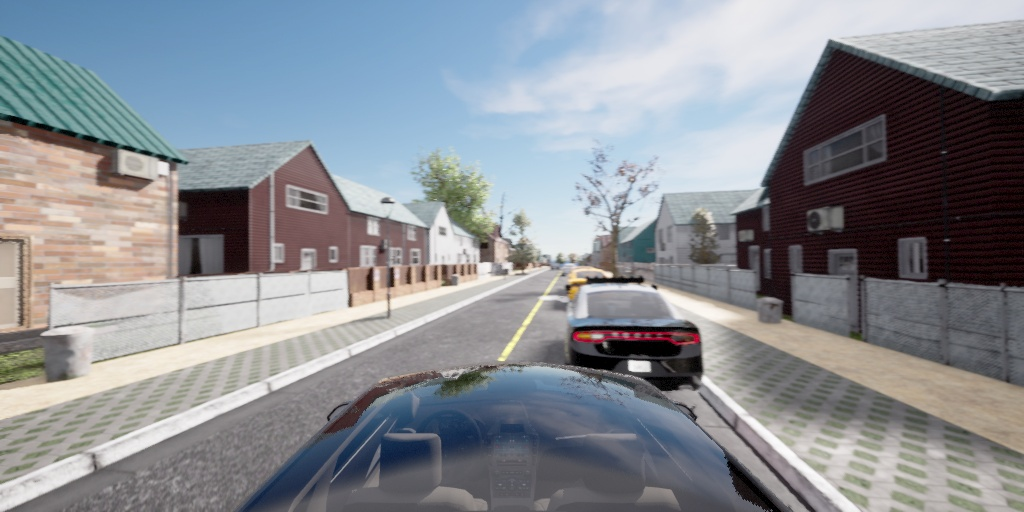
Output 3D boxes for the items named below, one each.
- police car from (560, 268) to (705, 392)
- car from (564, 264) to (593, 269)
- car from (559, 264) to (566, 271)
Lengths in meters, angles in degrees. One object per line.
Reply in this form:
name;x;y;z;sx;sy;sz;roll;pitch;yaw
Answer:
police car;2.003;1.202;7.059;1.930;1.638;5.238;-1;-1;9
car;3.558;1.341;16.826;1.882;1.535;5.008;-1;-1;9
car;7.149;1.719;44.381;1.812;1.442;4.674;-1;-1;10
